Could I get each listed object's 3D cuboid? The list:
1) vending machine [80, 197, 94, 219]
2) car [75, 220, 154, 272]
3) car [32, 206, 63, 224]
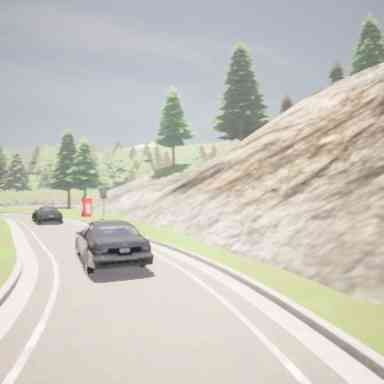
[{"bbox_3d":[-10.461,1.571,33.049,1.100,2.100,0.880,0,-1,-31],"label":"vending machine"},{"bbox_3d":[-2.843,1.671,11.367,2.033,1.411,5.357,0,-1,-24],"label":"car"},{"bbox_3d":[-12.375,1.918,28.377,1.994,1.385,4.181,0,-1,-32],"label":"car"}]
